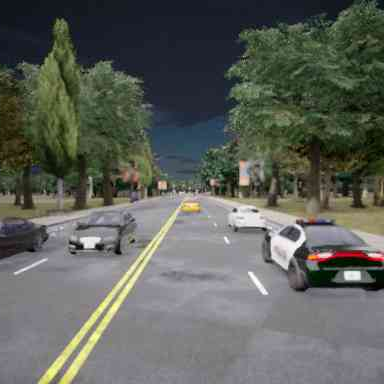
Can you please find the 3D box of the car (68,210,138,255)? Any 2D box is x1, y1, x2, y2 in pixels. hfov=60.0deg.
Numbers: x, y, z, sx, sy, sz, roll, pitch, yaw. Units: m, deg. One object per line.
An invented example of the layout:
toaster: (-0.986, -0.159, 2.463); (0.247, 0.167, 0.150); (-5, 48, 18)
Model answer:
car: (-3.357, 1.497, 13.344); (2.128, 1.511, 4.902); (0, 0, 0)

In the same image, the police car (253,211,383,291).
police car: (3.247, 1.509, 9.141); (2.038, 1.542, 4.974); (0, 0, 0)

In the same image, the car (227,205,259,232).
car: (3.234, 1.531, 20.145); (1.812, 1.442, 4.674); (0, 0, 0)

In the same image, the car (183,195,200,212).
car: (-0.074, 1.456, 37.933); (1.801, 1.575, 5.366); (0, 0, 0)

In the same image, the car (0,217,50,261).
car: (-6.606, 1.553, 11.004); (2.033, 1.411, 5.357); (0, 0, 0)

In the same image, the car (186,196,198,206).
car: (-0.044, 1.465, 56.152); (1.882, 1.535, 5.008); (0, 0, 0)

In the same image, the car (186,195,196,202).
car: (-0.262, 1.495, 73.928); (2.128, 1.511, 4.902); (0, 0, 0)
